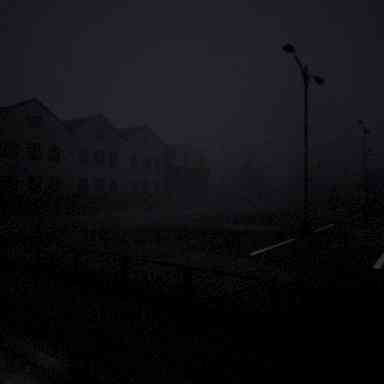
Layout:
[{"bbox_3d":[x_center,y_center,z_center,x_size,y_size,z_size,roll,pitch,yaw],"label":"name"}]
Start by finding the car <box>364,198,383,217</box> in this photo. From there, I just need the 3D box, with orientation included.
[{"bbox_3d":[15.226,1.293,26.962,2.007,1.523,4.514,0,0,35],"label":"car"}]
